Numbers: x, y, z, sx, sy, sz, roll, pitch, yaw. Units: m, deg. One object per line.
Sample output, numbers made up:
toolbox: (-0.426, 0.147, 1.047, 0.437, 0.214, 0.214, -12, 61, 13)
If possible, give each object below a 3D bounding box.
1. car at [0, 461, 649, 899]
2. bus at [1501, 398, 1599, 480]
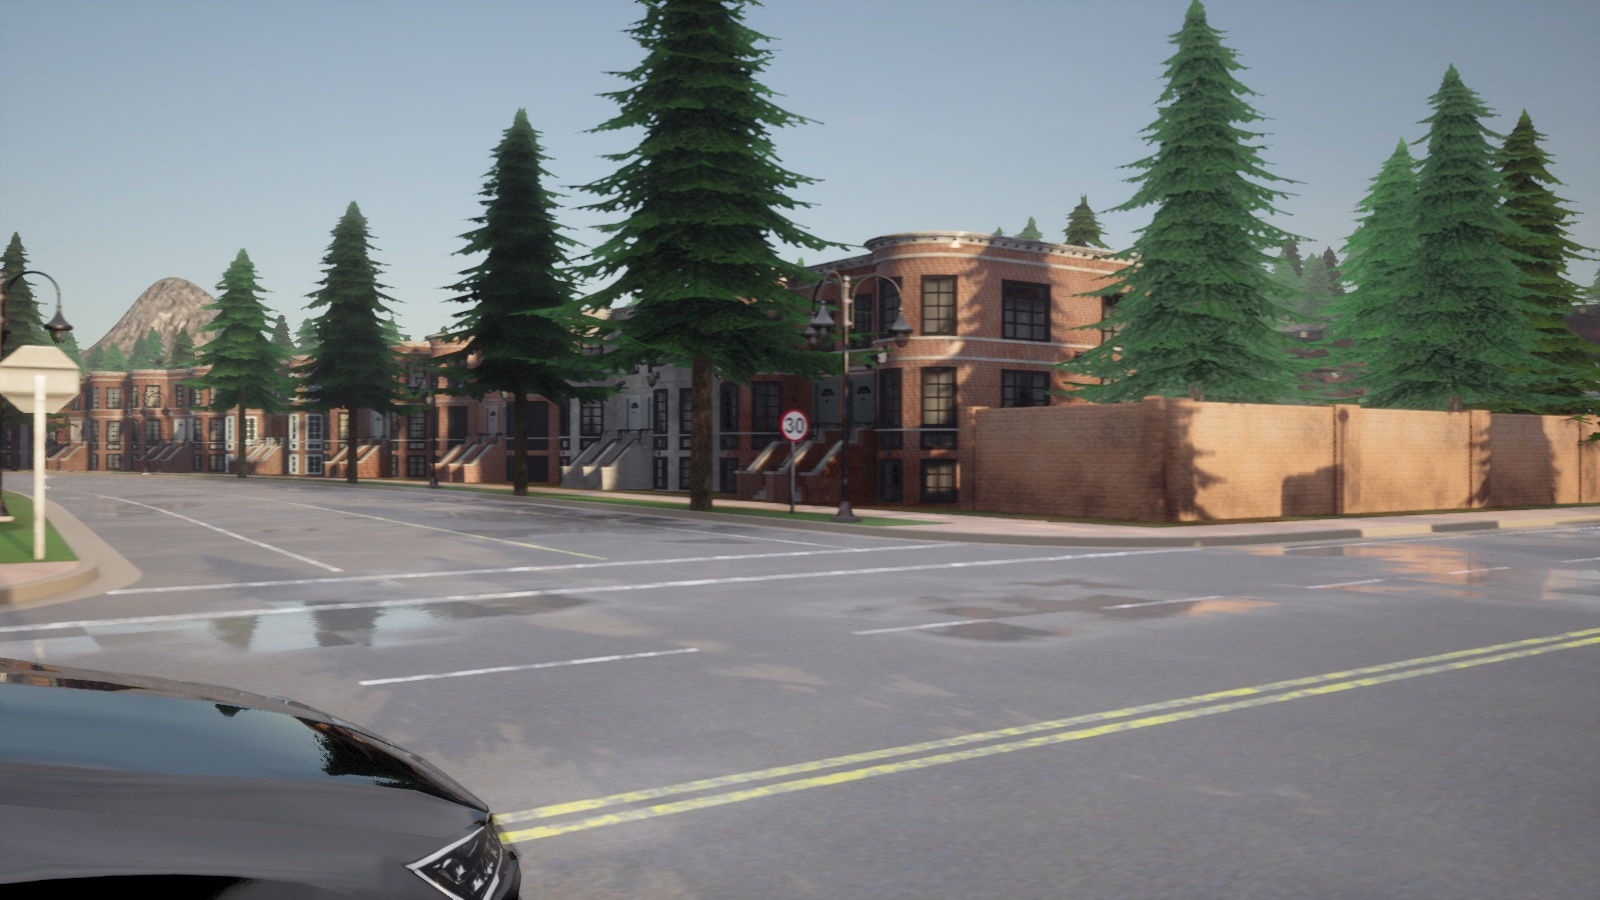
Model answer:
car: (-2.523, 0.768, 1.903, 4.193, 1.474, 1.816, 0, 0, -35)
bus: (43.181, -0.559, 66.132, 3.944, 4.253, 10.273, 0, 0, -35)
